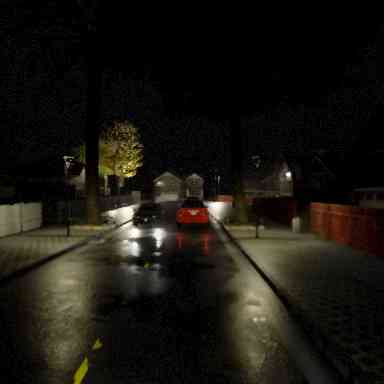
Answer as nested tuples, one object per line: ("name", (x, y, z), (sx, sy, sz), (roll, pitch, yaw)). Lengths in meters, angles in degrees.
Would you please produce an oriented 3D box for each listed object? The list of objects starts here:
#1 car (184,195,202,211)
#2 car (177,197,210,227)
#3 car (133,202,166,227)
("car", (0.075, 1.329, 40.540), (2.097, 1.767, 4.553), (0, 0, 0))
("car", (0.084, 1.342, 22.841), (2.097, 1.767, 4.553), (0, 0, 0))
("car", (-2.863, 1.497, 22.954), (1.837, 1.490, 4.892), (0, 0, 0))
